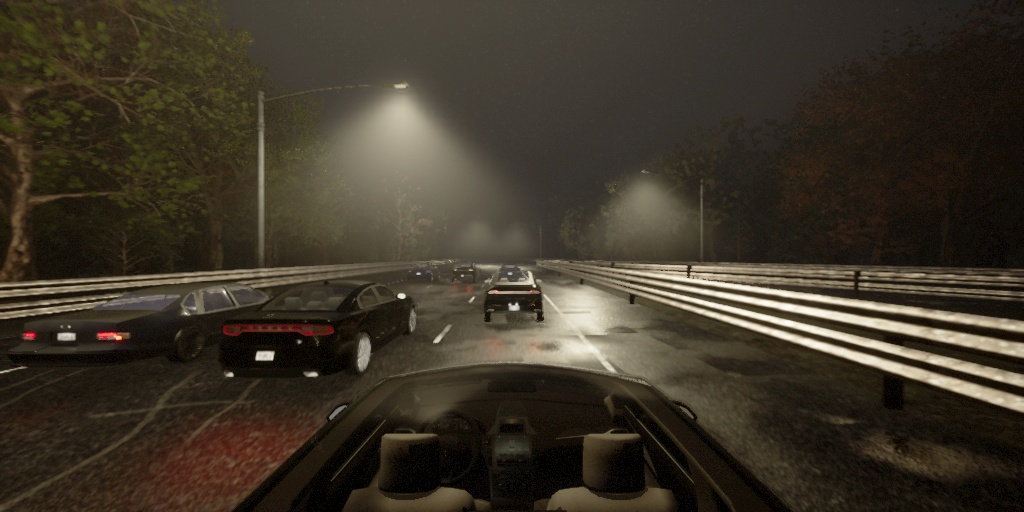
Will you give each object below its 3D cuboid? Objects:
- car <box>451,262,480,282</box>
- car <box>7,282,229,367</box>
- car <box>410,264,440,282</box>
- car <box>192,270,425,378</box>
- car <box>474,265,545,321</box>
[{"bbox_3d":[-3.666,1.250,28.736,2.128,1.511,4.902,0,0,-1],"label":"car"},{"bbox_3d":[-6.923,1.299,8.074,2.033,1.411,5.357,0,0,0],"label":"car"},{"bbox_3d":[-7.178,1.324,29.405,1.994,1.385,4.181,0,0,-1],"label":"car"},{"bbox_3d":[-3.425,1.228,7.432,1.882,1.535,5.008,0,0,0],"label":"car"},{"bbox_3d":[0.045,1.241,12.474,2.128,1.511,4.902,0,0,0],"label":"car"}]
